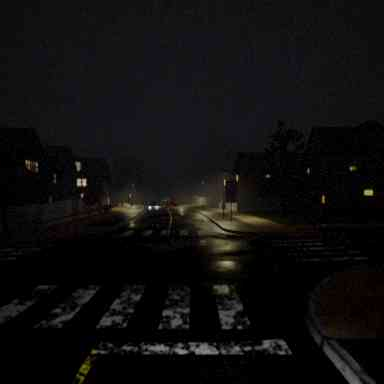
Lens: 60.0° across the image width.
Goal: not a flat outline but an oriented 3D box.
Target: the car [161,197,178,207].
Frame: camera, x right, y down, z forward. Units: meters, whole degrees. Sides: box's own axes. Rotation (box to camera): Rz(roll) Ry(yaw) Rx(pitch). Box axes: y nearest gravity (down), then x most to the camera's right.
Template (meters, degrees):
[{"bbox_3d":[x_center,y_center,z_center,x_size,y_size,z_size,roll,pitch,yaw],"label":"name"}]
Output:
[{"bbox_3d":[-3.661,1.837,56.646,1.895,1.301,4.718,0,-1,-10],"label":"car"}]

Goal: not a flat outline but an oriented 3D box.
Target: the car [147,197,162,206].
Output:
[{"bbox_3d":[-7.110,1.836,60.273,1.994,1.385,4.181,0,-1,-10],"label":"car"}]

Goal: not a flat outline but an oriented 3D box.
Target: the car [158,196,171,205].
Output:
[{"bbox_3d":[-5.563,1.696,66.499,2.097,1.767,4.553,0,-1,-12],"label":"car"}]
